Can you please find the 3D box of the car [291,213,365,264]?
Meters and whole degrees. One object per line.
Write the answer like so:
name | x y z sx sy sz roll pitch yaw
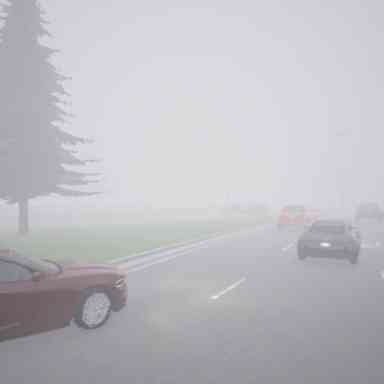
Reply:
car | 5.363 1.726 12.762 1.994 1.385 4.181 -1 -1 28

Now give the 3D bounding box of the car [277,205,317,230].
car | 7.632 1.674 23.601 2.097 1.767 4.553 -1 -1 32

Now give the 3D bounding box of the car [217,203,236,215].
car | 5.394 2.191 43.704 4.902 1.511 2.128 0 -1 -44

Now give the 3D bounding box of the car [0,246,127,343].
car | -3.499 1.623 5.424 5.008 1.535 1.882 0 0 -38

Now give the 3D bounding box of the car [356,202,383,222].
car | 16.147 1.677 29.898 2.097 1.767 4.553 -1 -1 35

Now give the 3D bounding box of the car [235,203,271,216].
car | 7.933 2.131 41.292 4.892 1.490 1.837 0 -1 -44

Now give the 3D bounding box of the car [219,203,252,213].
car | 6.514 2.336 49.595 5.357 1.411 2.033 0 -1 -44
